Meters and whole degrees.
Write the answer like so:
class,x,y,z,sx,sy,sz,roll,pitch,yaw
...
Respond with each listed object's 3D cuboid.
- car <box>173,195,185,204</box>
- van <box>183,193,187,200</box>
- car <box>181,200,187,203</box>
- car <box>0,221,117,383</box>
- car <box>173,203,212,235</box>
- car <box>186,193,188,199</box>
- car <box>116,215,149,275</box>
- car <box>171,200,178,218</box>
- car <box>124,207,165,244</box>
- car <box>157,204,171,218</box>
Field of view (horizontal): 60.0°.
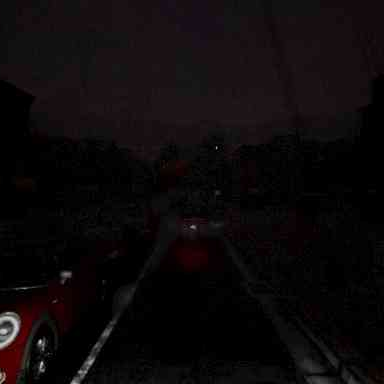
class,x,y,z,sx,sy,sz,roll,pitch,yaw
car,-2.678,1.872,59.109,1.967,1.590,4.097,-2,-1,0
van,-2.680,1.901,81.265,1.690,1.788,3.998,-1,0,0
car,0.122,1.813,33.524,1.895,1.301,4.718,0,0,1
car,-2.663,1.465,5.095,1.967,1.590,4.097,-2,0,0
car,0.093,1.615,19.557,1.837,1.490,4.892,0,-1,0
car,-2.682,1.888,86.809,2.192,1.841,5.009,-1,0,0
car,-2.658,1.638,10.537,1.802,1.307,4.206,-1,0,0
car,-2.666,1.784,32.332,1.802,1.307,4.206,-2,0,0
car,-2.663,1.639,15.989,2.008,1.369,4.403,-2,0,0
car,-2.665,1.675,21.438,2.008,1.369,4.403,-2,0,0
